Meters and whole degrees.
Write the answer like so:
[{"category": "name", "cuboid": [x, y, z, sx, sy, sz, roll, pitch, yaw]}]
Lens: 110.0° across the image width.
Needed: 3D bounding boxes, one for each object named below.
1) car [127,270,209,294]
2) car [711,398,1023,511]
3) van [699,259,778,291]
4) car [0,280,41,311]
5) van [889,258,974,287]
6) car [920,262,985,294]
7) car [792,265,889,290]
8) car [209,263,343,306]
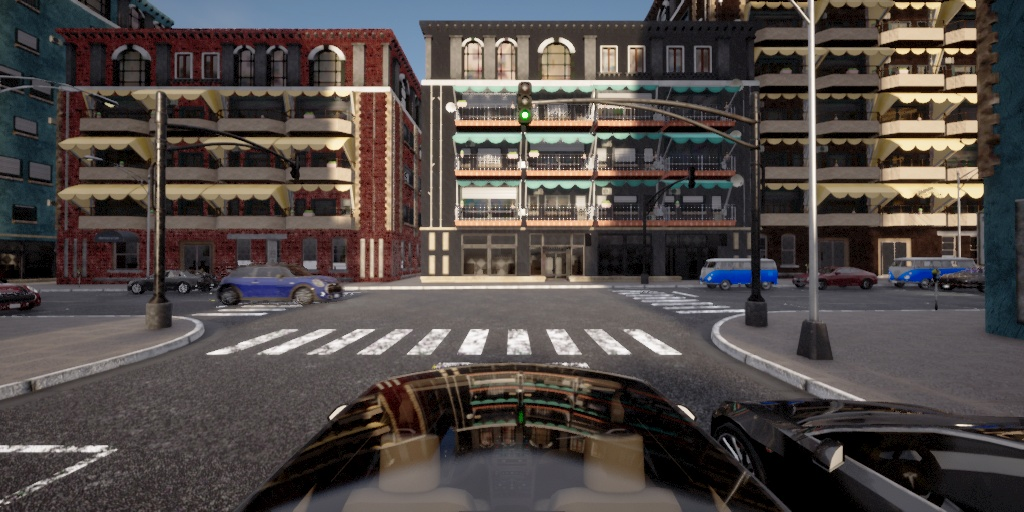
[{"category": "car", "cuboid": [-19.667, 1.462, 20.861, 4.403, 1.370, 2.007, 0, 0, 0]}, {"category": "car", "cuboid": [2.566, 1.316, 1.301, 1.948, 1.339, 4.313, 0, 0, 0]}, {"category": "van", "cuboid": [13.118, 1.043, 20.856, 3.998, 1.789, 1.690, 0, 0, 0]}, {"category": "car", "cuboid": [-19.636, 1.263, 12.722, 4.097, 1.591, 1.967, 0, 0, 0]}, {"category": "van", "cuboid": [24.399, 0.974, 20.899, 3.998, 1.789, 1.690, 0, 0, 0]}, {"category": "car", "cuboid": [24.988, 1.150, 18.444, 5.357, 1.411, 2.033, 0, -1, 0]}, {"category": "car", "cuboid": [18.758, 1.249, 20.877, 4.207, 1.307, 1.802, 0, 0, 0]}, {"category": "car", "cuboid": [-9.821, 1.139, 15.464, 4.553, 1.767, 2.097, 0, -1, 0]}]
